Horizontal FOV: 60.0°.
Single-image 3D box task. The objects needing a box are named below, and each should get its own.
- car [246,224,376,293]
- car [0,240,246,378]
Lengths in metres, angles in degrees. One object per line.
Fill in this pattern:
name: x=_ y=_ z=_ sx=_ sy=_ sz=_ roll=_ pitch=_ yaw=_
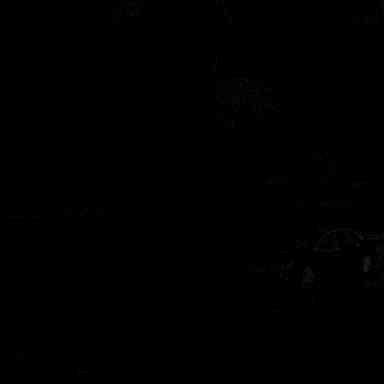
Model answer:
car: x=3.190 y=1.566 z=8.829 sx=4.403 sy=1.369 sz=2.008 roll=0 pitch=0 yaw=-35
car: x=-1.437 y=1.548 z=5.530 sx=4.507 sy=1.381 sz=1.887 roll=0 pitch=0 yaw=-35
